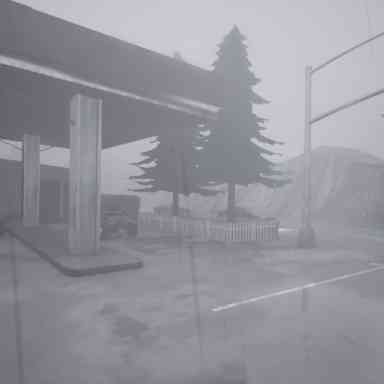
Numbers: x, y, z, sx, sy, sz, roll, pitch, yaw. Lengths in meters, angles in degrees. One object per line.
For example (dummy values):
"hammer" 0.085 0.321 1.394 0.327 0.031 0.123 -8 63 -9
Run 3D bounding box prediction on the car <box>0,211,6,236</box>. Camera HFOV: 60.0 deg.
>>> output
"car" -11.715 1.519 18.435 2.242 1.667 4.611 1 0 -36

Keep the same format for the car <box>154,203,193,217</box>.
"car" -1.943 1.786 33.426 1.895 1.301 4.718 1 0 -35

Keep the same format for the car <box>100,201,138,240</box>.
"car" -4.584 1.446 18.239 1.905 1.878 3.866 1 0 -36

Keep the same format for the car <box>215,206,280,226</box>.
"car" 3.998 1.802 25.024 2.033 1.411 5.357 1 0 -35
